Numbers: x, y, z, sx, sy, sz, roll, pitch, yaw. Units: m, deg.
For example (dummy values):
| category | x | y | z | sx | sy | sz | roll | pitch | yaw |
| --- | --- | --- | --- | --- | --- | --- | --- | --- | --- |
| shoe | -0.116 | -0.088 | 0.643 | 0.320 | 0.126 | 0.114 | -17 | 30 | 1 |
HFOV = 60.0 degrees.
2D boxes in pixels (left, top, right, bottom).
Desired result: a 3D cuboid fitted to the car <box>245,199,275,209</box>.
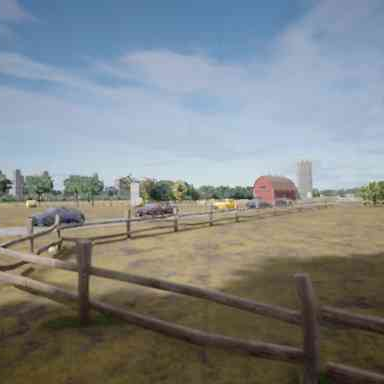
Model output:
| category | x | y | z | sx | sy | sz | roll | pitch | yaw |
| --- | --- | --- | --- | --- | --- | --- | --- | --- | --- |
| car | 9.558 | 1.755 | 48.050 | 2.033 | 1.411 | 5.357 | -3 | -2 | 36 |

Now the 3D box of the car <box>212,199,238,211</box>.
| category | x | y | z | sx | sy | sz | roll | pitch | yaw |
| --- | --- | --- | --- | --- | --- | --- | --- | --- | --- |
| car | 4.527 | 1.779 | 45.933 | 1.882 | 1.535 | 5.008 | -3 | -2 | 36 |

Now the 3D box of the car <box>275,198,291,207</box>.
| category | x | y | z | sx | sy | sz | roll | pitch | yaw |
| --- | --- | --- | --- | --- | --- | --- | --- | --- | --- |
| car | 15.254 | 1.762 | 56.170 | 1.837 | 1.490 | 4.892 | -3 | -2 | 35 |

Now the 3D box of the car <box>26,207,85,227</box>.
| category | x | y | z | sx | sy | sz | roll | pitch | yaw |
| --- | --- | --- | --- | --- | --- | --- | --- | --- | --- |
| car | -10.238 | 1.827 | 25.157 | 1.994 | 1.385 | 4.181 | -3 | -2 | 36 |

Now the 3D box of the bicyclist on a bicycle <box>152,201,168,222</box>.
| category | x | y | z | sx | sy | sz | roll | pitch | yaw |
| --- | --- | --- | --- | --- | --- | --- | --- | --- | --- |
| bicyclist on a bicycle | -2.465 | 1.541 | 25.789 | 1.656 | 1.620 | 0.582 | -1 | 0 | 35 |

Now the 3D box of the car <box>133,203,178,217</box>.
| category | x | y | z | sx | sy | sz | roll | pitch | yaw |
| --- | --- | --- | --- | --- | --- | --- | --- | --- | --- |
| car | -3.680 | 1.826 | 34.409 | 2.033 | 1.411 | 5.357 | -3 | -1 | 35 |
